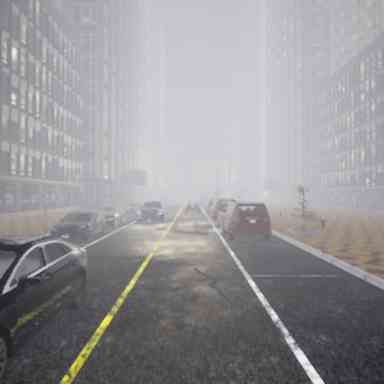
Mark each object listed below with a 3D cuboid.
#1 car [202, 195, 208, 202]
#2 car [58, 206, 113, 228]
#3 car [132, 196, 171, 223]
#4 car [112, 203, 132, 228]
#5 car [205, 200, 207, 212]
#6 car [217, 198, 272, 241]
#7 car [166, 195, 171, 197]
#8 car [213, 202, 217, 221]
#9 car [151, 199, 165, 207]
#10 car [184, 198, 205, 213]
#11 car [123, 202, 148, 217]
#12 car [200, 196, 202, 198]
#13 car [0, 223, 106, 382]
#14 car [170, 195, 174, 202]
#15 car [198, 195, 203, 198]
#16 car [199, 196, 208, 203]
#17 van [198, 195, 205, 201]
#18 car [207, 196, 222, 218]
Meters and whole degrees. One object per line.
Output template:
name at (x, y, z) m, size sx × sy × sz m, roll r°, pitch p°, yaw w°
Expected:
car at (2.696, 1.480, 39.299) m, size 2.192 × 1.841 × 5.009 m, roll 0°, pitch 0°, yaw 0°
car at (-5.686, 1.640, 17.140) m, size 1.947 × 1.339 × 4.313 m, roll 0°, pitch 0°, yaw 0°
car at (-3.065, 1.463, 26.321) m, size 2.097 × 1.767 × 4.553 m, roll 0°, pitch 0°, yaw 0°
car at (-5.686, 1.648, 22.678) m, size 2.008 × 1.369 × 4.403 m, roll 0°, pitch 0°, yaw 0°
car at (2.695, 1.708, 33.758) m, size 1.947 × 1.339 × 4.313 m, roll 0°, pitch 0°, yaw 0°
car at (2.695, 1.388, 17.141) m, size 2.192 × 1.841 × 5.009 m, roll 0°, pitch 0°, yaw 0°
car at (-5.684, 1.862, 66.993) m, size 1.802 × 1.307 × 4.206 m, roll 0°, pitch 0°, yaw 0°
car at (2.694, 1.641, 22.679) m, size 1.887 × 1.381 × 4.507 m, roll 0°, pitch 0°, yaw 0°
car at (-5.685, 1.817, 55.915) m, size 1.802 × 1.307 × 4.206 m, roll 0°, pitch 0°, yaw 0°
car at (0.091, 1.713, 39.164) m, size 2.033 × 1.411 × 5.357 m, roll 0°, pitch 0°, yaw 0°
car at (-5.685, 1.725, 33.758) m, size 1.802 × 1.307 × 4.206 m, roll 0°, pitch 0°, yaw 0°
car at (2.696, 1.760, 56.085) m, size 1.752 × 1.417 × 4.829 m, roll 0°, pitch 0°, yaw 0°
car at (-3.090, 1.514, 5.133) m, size 2.128 × 1.511 × 4.902 m, roll 0°, pitch 0°, yaw 0°
car at (-5.683, 1.662, 83.612) m, size 2.192 × 1.841 × 5.009 m, roll 0°, pitch 0°, yaw 0°
car at (2.696, 1.845, 66.993) m, size 1.947 × 1.339 × 4.313 m, roll 0°, pitch 0°, yaw 0°
car at (2.696, 1.764, 78.072) m, size 1.967 × 1.590 × 4.097 m, roll 0°, pitch 0°, yaw 0°
van at (2.697, 1.732, 94.690) m, size 1.690 × 1.788 × 3.998 m, roll 0°, pitch 0°, yaw 0°
car at (2.695, 1.435, 28.220) m, size 2.192 × 1.841 × 5.009 m, roll 0°, pitch 0°, yaw 0°
